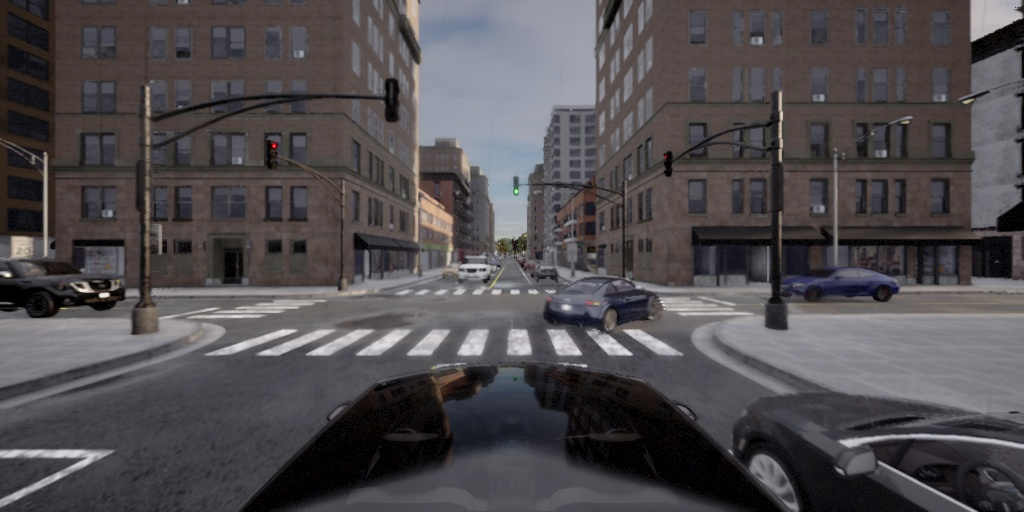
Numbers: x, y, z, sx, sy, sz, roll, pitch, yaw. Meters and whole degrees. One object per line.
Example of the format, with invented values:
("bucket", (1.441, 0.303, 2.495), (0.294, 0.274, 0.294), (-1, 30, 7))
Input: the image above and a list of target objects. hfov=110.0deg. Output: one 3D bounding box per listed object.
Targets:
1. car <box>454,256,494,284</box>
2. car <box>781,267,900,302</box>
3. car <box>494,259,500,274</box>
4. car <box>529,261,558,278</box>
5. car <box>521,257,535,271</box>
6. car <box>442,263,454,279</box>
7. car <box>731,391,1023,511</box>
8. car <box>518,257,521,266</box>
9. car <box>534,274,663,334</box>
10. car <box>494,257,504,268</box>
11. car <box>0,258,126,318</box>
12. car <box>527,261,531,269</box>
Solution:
("car", (-2.857, 1.007, 28.183), (2.150, 2.045, 5.566), (0, 0, 0))
("car", (14.211, 1.207, 15.838), (4.674, 1.442, 1.812), (0, 0, 2))
("car", (-2.849, 1.403, 43.074), (1.895, 1.301, 4.718), (0, 0, 0))
("car", (2.630, 1.335, 28.073), (2.007, 1.370, 4.403), (0, 0, 0))
("car", (2.624, 1.250, 50.800), (1.967, 1.591, 4.097), (0, 0, 0))
("car", (-5.397, 1.317, 33.581), (1.751, 1.417, 4.829), (0, 0, 0))
("car", (2.640, 1.300, 1.197), (2.007, 1.370, 4.403), (0, 0, 0))
("car", (2.621, 1.137, 62.164), (2.192, 1.841, 5.009), (0, 0, 0))
("car", (2.871, 1.324, 10.884), (4.181, 1.385, 1.994), (0, 0, -45))
("car", (-2.770, 1.369, 61.981), (2.033, 1.411, 5.357), (0, 0, 0))
("car", (-17.437, 1.074, 12.804), (5.566, 2.045, 2.150), (0, 0, -2))
("car", (2.629, 1.373, 33.754), (1.802, 1.307, 4.207), (0, 0, 0))
